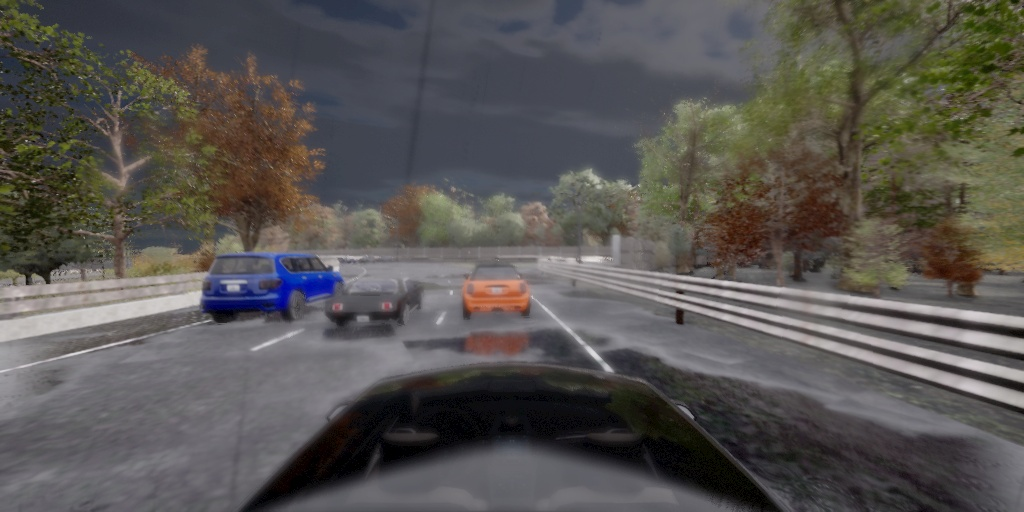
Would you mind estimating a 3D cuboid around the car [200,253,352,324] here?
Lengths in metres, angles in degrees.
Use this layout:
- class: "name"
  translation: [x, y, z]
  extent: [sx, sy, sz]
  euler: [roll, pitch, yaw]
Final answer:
- class: "car"
  translation: [-7.552, 0.923, 12.045]
  extent: [2.150, 2.045, 5.566]
  euler: [0, 0, -6]

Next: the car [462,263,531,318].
- class: "car"
  translation: [-0.643, 1.013, 12.694]
  extent: [2.097, 1.767, 4.553]
  euler: [0, 1, -6]

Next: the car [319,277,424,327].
- class: "car"
  translation: [-3.985, 1.291, 11.314]
  extent: [1.895, 1.301, 4.718]
  euler: [0, 1, -5]
